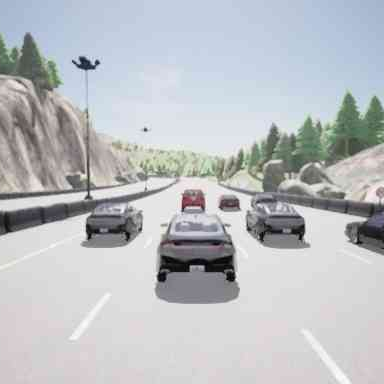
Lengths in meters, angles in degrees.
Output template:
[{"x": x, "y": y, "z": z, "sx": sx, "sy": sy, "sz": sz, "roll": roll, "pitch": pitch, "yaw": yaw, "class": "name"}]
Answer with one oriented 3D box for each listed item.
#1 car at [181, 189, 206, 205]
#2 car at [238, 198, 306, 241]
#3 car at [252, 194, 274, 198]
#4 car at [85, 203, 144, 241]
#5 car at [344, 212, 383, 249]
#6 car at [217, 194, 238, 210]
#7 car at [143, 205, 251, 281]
[{"x": 0.123, "y": 0.685, "z": 31.373, "sx": 2.150, "sy": 2.045, "sz": 5.566, "roll": 0, "pitch": 1, "yaw": 0, "class": "car"}, {"x": 3.611, "y": 1.236, "z": 15.072, "sx": 2.128, "sy": 1.511, "sz": 4.902, "roll": 0, "pitch": 1, "yaw": 0, "class": "car"}, {"x": 7.124, "y": 0.908, "z": 33.347, "sx": 1.882, "sy": 1.535, "sz": 5.008, "roll": 0, "pitch": 1, "yaw": 0, "class": "car"}, {"x": -3.389, "y": 1.231, "z": 15.227, "sx": 2.128, "sy": 1.511, "sz": 4.902, "roll": 0, "pitch": 1, "yaw": 0, "class": "car"}, {"x": 7.107, "y": 1.360, "z": 11.110, "sx": 2.033, "sy": 1.411, "sz": 5.357, "roll": 0, "pitch": 1, "yaw": 0, "class": "car"}, {"x": 3.624, "y": 0.907, "z": 33.334, "sx": 1.882, "sy": 1.535, "sz": 5.008, "roll": 0, "pitch": 1, "yaw": 0, "class": "car"}, {"x": 0.106, "y": 1.332, "z": 9.313, "sx": 2.128, "sy": 1.511, "sz": 4.902, "roll": 0, "pitch": 1, "yaw": 0, "class": "car"}]
